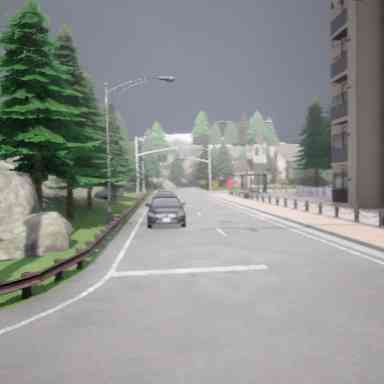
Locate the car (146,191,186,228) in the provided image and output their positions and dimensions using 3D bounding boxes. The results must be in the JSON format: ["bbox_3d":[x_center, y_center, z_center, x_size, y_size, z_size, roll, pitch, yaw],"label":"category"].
[{"bbox_3d":[-1.367,0.931,17.382,1.812,1.442,4.674,-1,2,-5],"label":"car"}]
